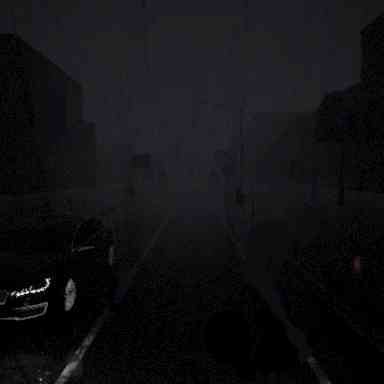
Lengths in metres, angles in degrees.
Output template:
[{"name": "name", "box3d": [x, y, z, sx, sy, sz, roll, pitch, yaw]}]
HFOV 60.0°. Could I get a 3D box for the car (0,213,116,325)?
[{"name": "car", "box3d": [-2.963, 1.281, 7.099, 1.837, 1.490, 4.892, 0, 2, 0]}]
